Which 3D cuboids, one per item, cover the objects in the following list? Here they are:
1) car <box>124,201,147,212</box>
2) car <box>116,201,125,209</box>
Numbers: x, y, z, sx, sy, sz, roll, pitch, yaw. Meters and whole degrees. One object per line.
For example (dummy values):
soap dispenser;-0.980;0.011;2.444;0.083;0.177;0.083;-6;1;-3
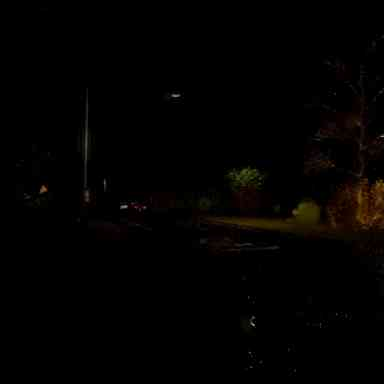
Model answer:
car;-8.157;2.240;48.935;1.895;1.301;4.718;2;-1;-22
car;-11.978;2.237;58.155;2.128;1.511;4.902;2;-1;-23
